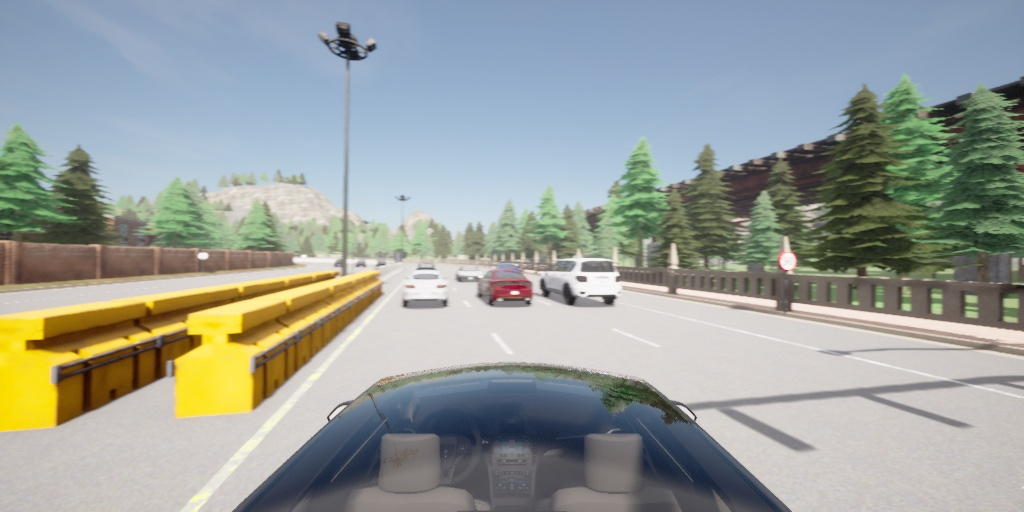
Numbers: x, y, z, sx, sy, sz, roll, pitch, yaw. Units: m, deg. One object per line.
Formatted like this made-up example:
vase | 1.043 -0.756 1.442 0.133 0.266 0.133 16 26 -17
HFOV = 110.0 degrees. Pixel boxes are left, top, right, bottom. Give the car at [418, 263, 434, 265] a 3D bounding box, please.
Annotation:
car | -7.288 1.360 30.489 2.128 1.511 4.902 1 0 -13

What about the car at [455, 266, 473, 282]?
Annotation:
car | -3.844 1.518 31.117 1.895 1.301 4.718 1 0 -13

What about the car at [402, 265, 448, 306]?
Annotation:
car | -3.831 1.331 15.974 1.812 1.442 4.674 1 0 -13

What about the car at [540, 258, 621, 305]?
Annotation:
car | 3.061 1.121 17.254 2.150 2.045 5.566 1 0 -13

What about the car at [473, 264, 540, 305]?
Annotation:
car | -0.449 1.334 16.886 1.882 1.535 5.008 1 0 -13

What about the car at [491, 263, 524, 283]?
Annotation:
car | -0.520 1.446 32.287 1.882 1.535 5.008 1 0 -13
